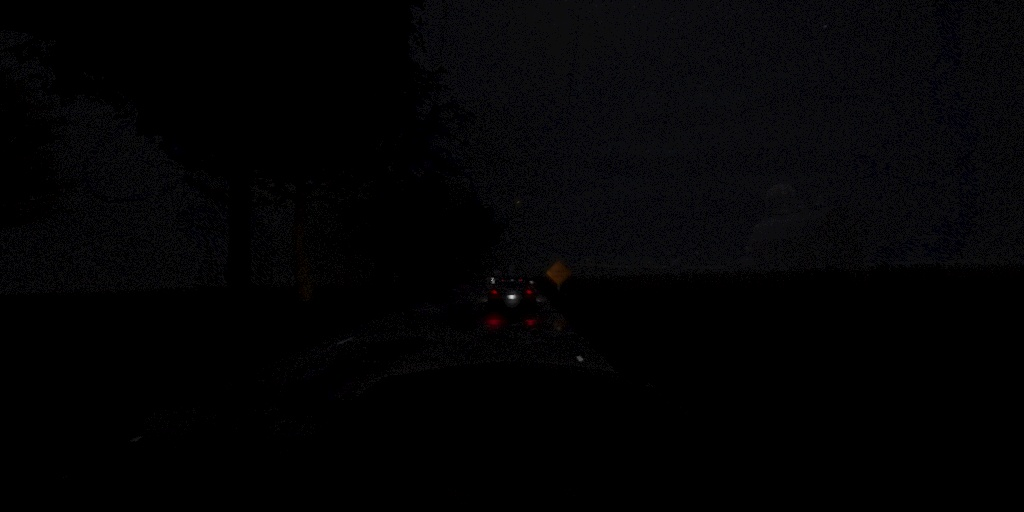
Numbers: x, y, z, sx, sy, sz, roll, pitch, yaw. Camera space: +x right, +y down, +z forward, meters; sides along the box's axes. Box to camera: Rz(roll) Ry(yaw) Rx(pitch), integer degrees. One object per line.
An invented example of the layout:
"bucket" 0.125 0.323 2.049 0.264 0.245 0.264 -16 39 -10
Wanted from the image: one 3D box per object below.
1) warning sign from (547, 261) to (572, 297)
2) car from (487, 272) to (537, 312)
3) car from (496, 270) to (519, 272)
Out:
"warning sign" 2.448 1.168 18.586 1.300 1.860 1.060 0 0 0
"car" 0.023 1.547 15.424 1.994 1.385 4.181 0 -1 0
"car" 0.007 1.912 29.453 2.033 1.411 5.357 0 -2 0
